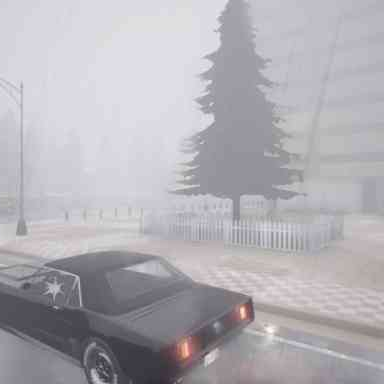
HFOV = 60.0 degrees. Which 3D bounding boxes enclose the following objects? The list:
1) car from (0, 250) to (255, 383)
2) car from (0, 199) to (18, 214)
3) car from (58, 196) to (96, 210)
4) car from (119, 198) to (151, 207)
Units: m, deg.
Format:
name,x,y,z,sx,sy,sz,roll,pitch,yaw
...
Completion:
name,x,y,z,sx,sy,sz,roll,pitch,yaw
car,-1.571,1.601,5.130,4.718,1.301,1.895,0,0,36
car,-20.448,1.476,33.912,1.882,1.535,5.008,0,0,36
car,-14.550,1.350,42.086,2.097,1.767,4.553,0,0,36
car,-8.538,1.546,50.412,2.033,1.411,5.357,0,0,36
